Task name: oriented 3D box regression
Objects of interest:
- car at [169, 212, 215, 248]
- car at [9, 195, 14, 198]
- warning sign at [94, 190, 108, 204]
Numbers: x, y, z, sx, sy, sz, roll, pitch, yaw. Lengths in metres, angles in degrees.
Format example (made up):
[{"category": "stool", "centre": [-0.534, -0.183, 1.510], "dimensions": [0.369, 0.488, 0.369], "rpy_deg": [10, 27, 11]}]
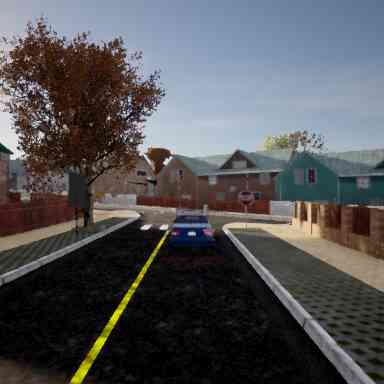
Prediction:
[{"category": "car", "centre": [0.001, 1.570, 14.656], "dimensions": [2.033, 1.411, 5.357], "rpy_deg": [0, 0, 0]}, {"category": "car", "centre": [-29.880, 0.533, 53.115], "dimensions": [4.718, 1.301, 1.895], "rpy_deg": [2, 0, 32]}, {"category": "warning sign", "centre": [-12.302, 0.702, 45.017], "dimensions": [1.060, 1.860, 1.300], "rpy_deg": [-1, 1, 32]}]
